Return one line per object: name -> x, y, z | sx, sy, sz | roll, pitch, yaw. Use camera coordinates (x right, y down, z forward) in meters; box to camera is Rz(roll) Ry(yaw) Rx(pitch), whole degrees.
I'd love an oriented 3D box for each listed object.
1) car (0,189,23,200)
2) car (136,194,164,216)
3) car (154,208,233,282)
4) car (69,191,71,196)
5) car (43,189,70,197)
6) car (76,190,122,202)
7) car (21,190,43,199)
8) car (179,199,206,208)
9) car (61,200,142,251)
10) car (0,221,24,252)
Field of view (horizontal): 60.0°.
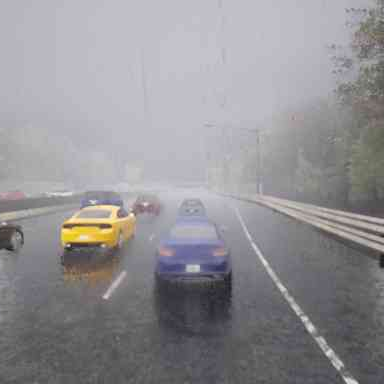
car -> -28.142, 0.502, 51.668 | 2.150, 2.045, 5.566 | 0, 1, 0
car -> -3.479, 0.963, 27.082 | 2.097, 1.767, 4.553 | 0, 1, 0
car -> 0.032, 1.390, 9.234 | 1.812, 1.442, 4.674 | 0, 1, 0
car -> -17.653, 0.821, 53.503 | 1.994, 1.385, 4.181 | 0, 1, 0
car -> -21.145, 0.482, 53.118 | 2.150, 2.045, 5.566 | 0, 1, 0
car -> -6.982, 0.847, 26.316 | 2.150, 2.045, 5.566 | 0, 1, 0
car -> -24.646, 0.766, 53.059 | 1.837, 1.490, 4.892 | 0, 1, 0
car -> 0.003, 1.207, 23.714 | 2.033, 1.411, 5.357 | 0, 1, 0
car -> -3.449, 1.286, 13.185 | 1.882, 1.535, 5.008 | 0, 0, 0
car -> -6.962, 1.343, 10.026 | 2.128, 1.511, 4.902 | 0, 1, 0
